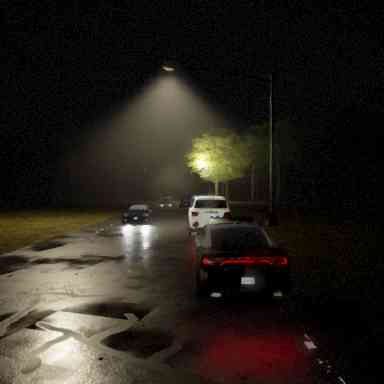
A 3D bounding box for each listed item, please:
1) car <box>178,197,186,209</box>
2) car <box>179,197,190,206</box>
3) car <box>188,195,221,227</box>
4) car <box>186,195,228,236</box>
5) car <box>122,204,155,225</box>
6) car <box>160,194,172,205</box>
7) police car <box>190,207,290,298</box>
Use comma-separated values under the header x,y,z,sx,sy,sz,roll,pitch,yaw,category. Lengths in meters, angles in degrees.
x,y,z,sx,sy,sz,roll,pitch,yaw,category
-0.782,1.643,46.168,1.994,1.385,4.181,0,0,-1,car
-1.321,1.624,59.870,1.837,1.490,4.892,-1,0,-3,car
0.808,1.249,24.651,2.150,2.045,5.566,0,0,-1,car
0.903,1.244,18.642,2.150,2.045,5.566,0,0,-1,car
-3.854,1.593,24.497,1.994,1.385,4.181,0,0,-1,car
-5.106,1.367,65.029,2.150,2.045,5.566,0,0,-3,car
1.009,1.428,8.696,1.930,1.638,5.238,0,0,0,police car
